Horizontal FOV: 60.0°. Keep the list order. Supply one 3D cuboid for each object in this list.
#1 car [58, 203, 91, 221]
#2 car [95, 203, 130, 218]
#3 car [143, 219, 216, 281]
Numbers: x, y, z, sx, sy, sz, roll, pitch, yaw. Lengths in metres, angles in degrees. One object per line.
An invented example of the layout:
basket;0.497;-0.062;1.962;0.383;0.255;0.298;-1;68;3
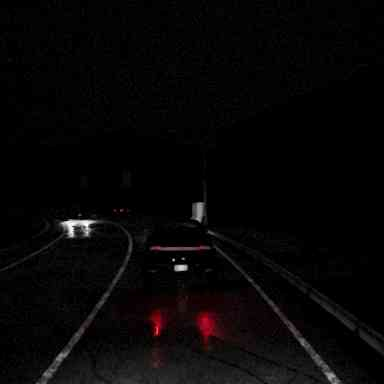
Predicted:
car;-10.195;1.687;28.785;1.994;1.385;4.181;1;-1;-33
car;-7.691;1.724;31.916;2.033;1.411;5.357;1;-1;-33
car;-0.464;1.554;10.120;2.128;1.511;4.902;0;0;-5
